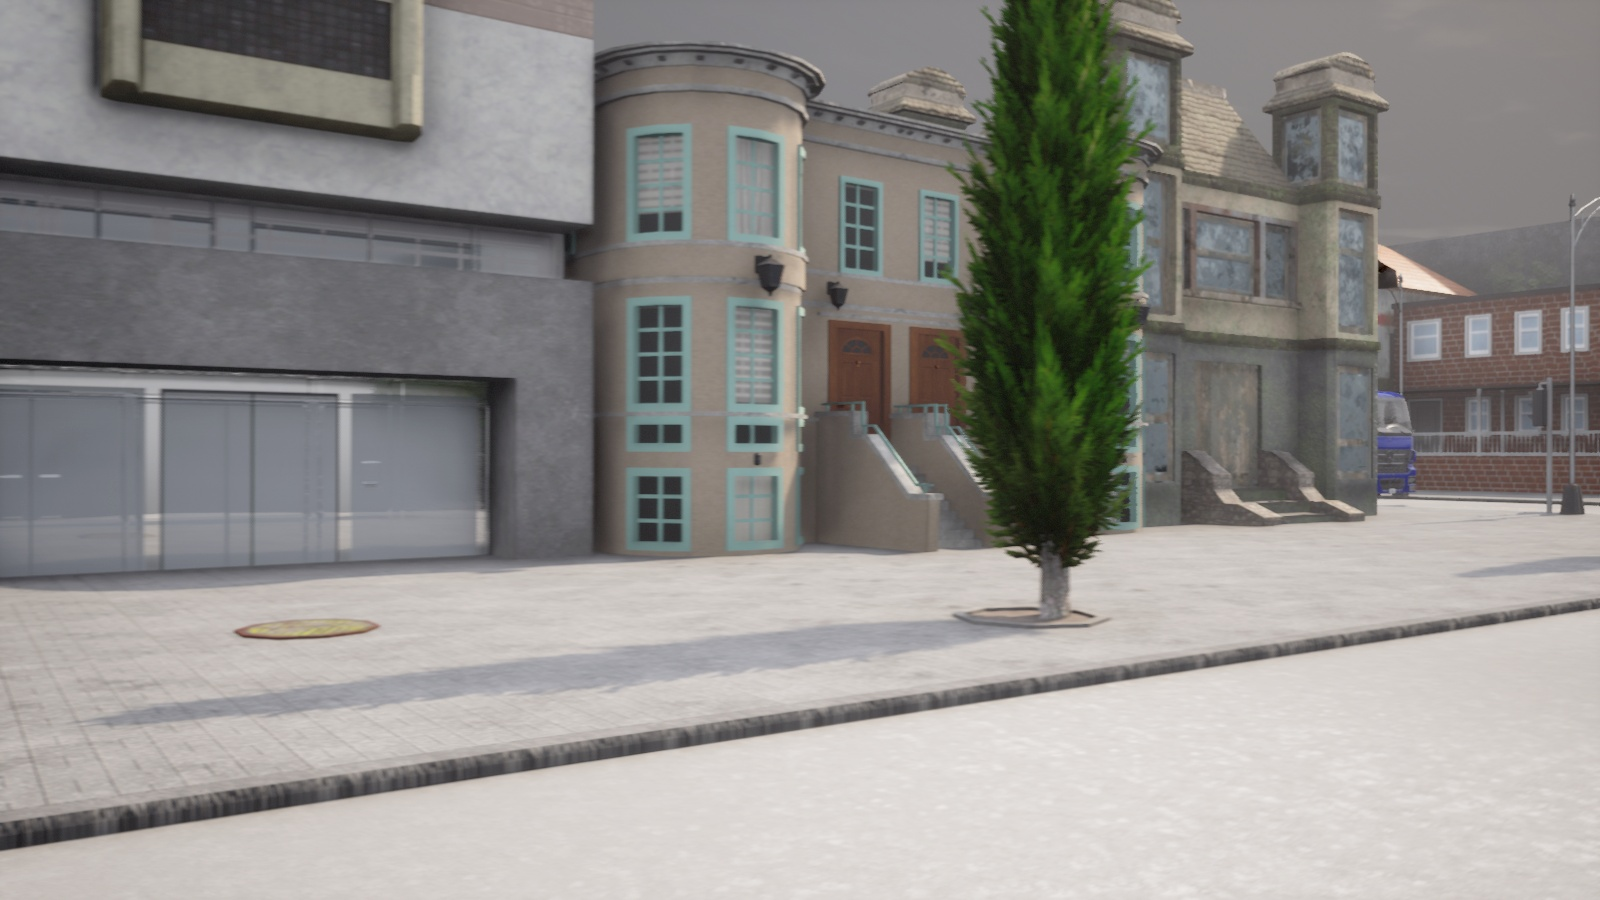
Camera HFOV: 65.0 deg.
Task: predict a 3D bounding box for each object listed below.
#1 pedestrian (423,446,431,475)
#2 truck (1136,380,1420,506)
[{"bbox_3d":[-25.466,0.719,85.763,0.396,1.930,0.692,0,0,-28],"label":"pedestrian"},{"bbox_3d":[14.431,-0.173,38.659,2.891,3.462,7.936,0,0,-34],"label":"truck"}]
